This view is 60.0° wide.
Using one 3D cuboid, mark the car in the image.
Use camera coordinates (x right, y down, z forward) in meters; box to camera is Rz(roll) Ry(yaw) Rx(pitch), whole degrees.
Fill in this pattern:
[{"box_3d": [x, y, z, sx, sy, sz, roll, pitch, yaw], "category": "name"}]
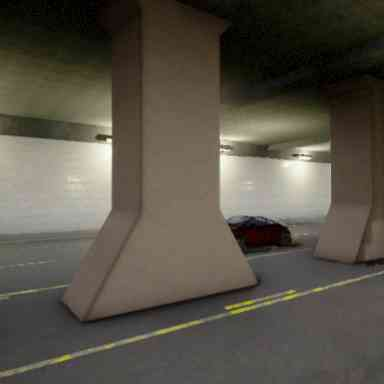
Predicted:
[{"box_3d": [2.211, 1.666, 13.938, 4.181, 1.385, 1.994, 0, -1, -35], "category": "car"}]
